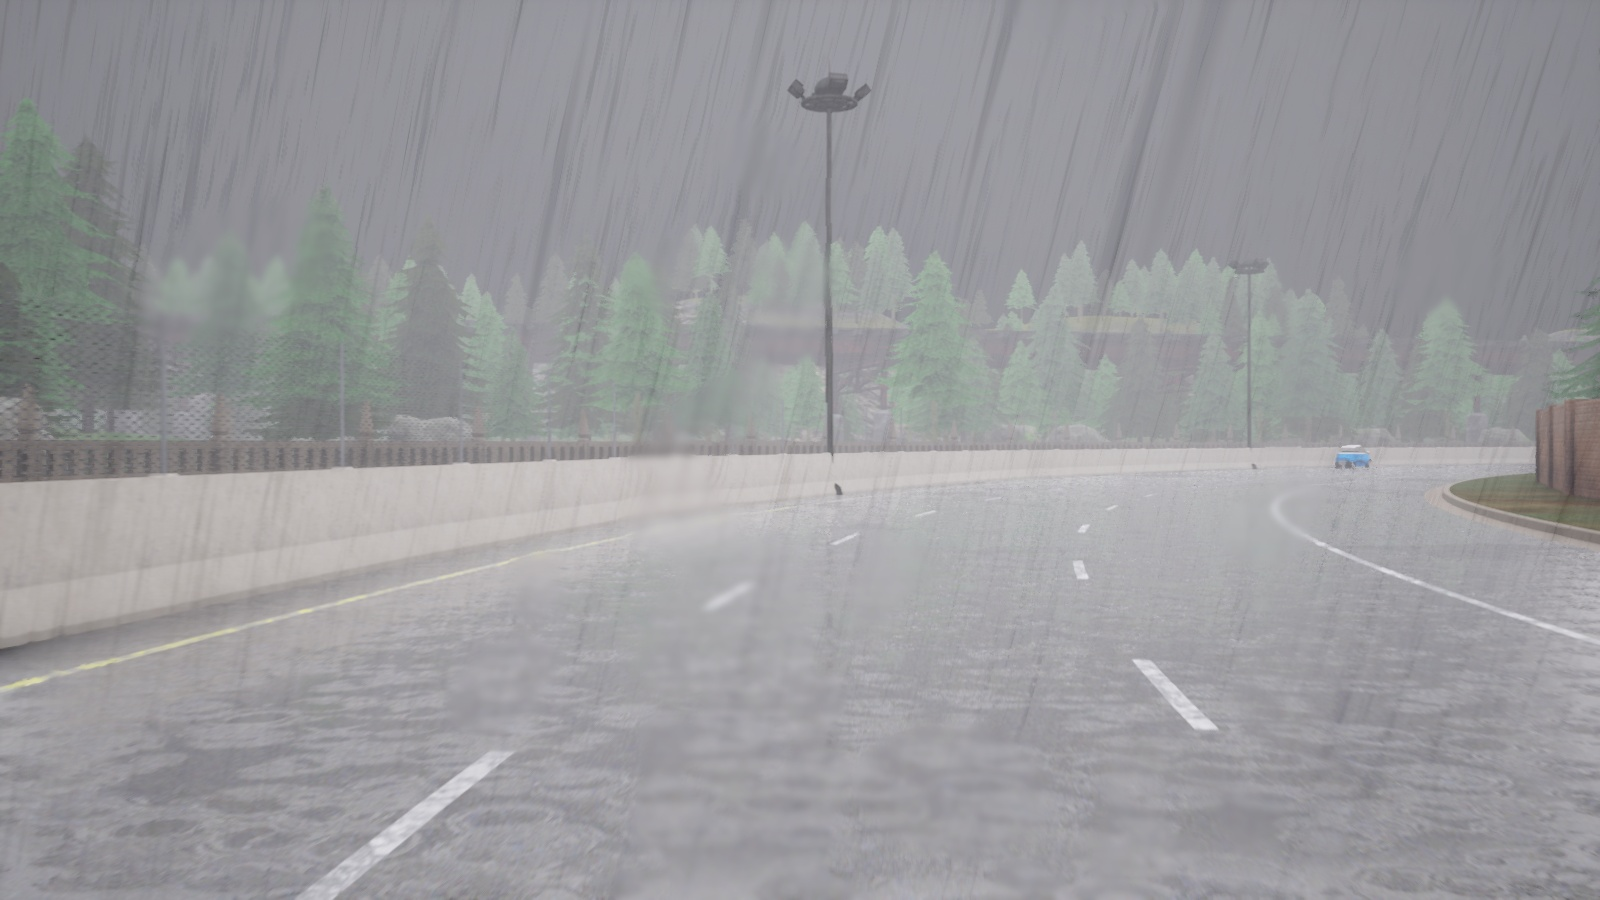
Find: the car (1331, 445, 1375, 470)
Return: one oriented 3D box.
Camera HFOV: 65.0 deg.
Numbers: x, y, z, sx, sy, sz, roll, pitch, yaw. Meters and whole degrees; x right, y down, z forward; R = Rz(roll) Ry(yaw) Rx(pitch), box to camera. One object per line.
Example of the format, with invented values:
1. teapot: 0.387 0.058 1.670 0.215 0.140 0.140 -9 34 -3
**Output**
1. car: 31.791 0.435 72.200 2.207 1.376 1.481 0 0 -39
